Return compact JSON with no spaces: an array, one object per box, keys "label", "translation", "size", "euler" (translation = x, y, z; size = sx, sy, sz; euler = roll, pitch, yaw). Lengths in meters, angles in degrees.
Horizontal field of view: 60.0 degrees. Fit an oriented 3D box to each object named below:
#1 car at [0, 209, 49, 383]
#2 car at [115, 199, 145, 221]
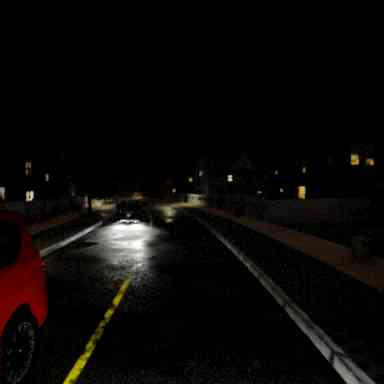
[{"label":"car","translation":[-2.928,1.206,2.153],"size":[2.150,2.045,5.566],"euler":[0,0,-1]},{"label":"car","translation":[-4.622,1.311,25.005],"size":[2.128,1.511,4.902],"euler":[0,0,-8]}]
